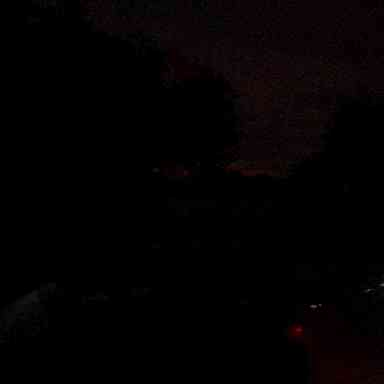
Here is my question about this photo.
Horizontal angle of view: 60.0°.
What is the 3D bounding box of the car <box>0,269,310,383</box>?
[{"bbox_3d":[-0.989,1.525,2.930,4.674,1.442,1.812,0,0,-30],"label":"car"}]
